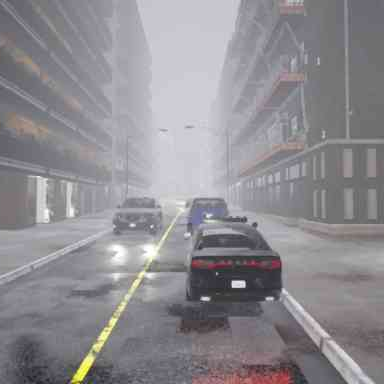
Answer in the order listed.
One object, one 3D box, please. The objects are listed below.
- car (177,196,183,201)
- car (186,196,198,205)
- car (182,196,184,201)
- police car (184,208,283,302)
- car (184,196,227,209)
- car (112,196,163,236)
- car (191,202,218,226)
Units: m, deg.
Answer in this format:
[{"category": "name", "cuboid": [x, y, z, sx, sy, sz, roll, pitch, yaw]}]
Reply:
[{"category": "car", "cuboid": [-2.757, 1.605, 82.558, 2.033, 1.411, 5.357, 0, 0, 0]}, {"category": "car", "cuboid": [-0.005, 1.528, 59.999, 2.128, 1.511, 4.902, 0, 0, 0]}, {"category": "car", "cuboid": [0.004, 1.530, 45.698, 1.837, 1.490, 4.892, 0, 0, 0]}, {"category": "police car", "cuboid": [0.824, 1.430, 8.469, 1.930, 1.638, 5.238, 0, 0, 0]}, {"category": "car", "cuboid": [0.823, 1.235, 18.396, 2.150, 2.045, 5.566, 0, 0, 0]}, {"category": "car", "cuboid": [-2.851, 1.231, 18.671, 2.150, 2.045, 5.566, 0, 0, 0]}, {"category": "car", "cuboid": [0.823, 1.539, 24.367, 1.812, 1.442, 4.674, 0, 0, 0]}]
